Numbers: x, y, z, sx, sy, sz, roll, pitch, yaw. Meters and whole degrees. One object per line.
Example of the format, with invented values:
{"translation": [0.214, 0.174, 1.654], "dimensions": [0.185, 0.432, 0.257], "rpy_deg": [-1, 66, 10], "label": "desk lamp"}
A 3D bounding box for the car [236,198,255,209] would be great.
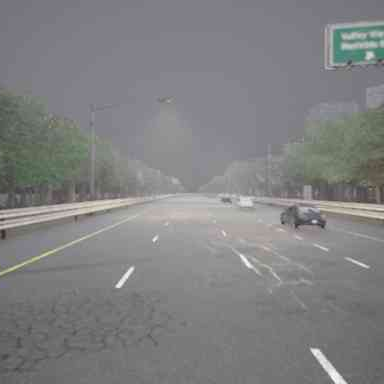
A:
{"translation": [6.996, 1.536, 44.043], "dimensions": [1.812, 1.442, 4.674], "rpy_deg": [0, 0, 0], "label": "car"}

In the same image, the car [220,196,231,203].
{"translation": [7.000, 1.490, 69.370], "dimensions": [1.882, 1.535, 5.008], "rpy_deg": [0, 0, 0], "label": "car"}

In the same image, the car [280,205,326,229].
{"translation": [6.997, 1.534, 21.268], "dimensions": [1.812, 1.442, 4.674], "rpy_deg": [0, 0, 0], "label": "car"}
